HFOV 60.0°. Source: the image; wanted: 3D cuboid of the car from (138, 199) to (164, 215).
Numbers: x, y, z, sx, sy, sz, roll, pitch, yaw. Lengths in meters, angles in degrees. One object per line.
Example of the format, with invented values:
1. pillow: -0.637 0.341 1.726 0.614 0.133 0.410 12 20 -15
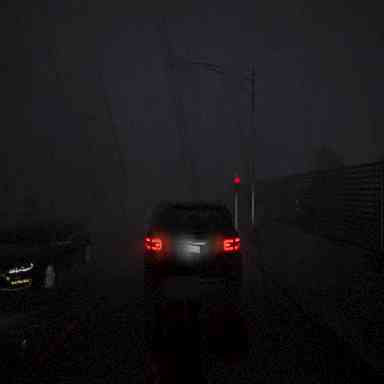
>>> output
1. car: -4.145 1.492 34.642 2.128 1.511 4.902 0 0 0

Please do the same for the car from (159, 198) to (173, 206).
1. car: -4.160 1.601 54.603 1.895 1.301 4.718 0 0 0

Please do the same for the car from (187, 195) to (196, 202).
1. car: -0.107 1.478 77.586 1.882 1.535 5.008 0 0 -4

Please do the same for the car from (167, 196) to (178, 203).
1. car: -4.087 1.547 69.240 2.033 1.411 5.357 0 0 0

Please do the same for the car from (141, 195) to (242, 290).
1. car: 0.032 1.221 9.199 2.150 2.045 5.566 0 0 0

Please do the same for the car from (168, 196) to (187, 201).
1. car: -3.815 1.595 87.275 4.718 1.301 1.895 0 0 40

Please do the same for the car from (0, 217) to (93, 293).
1. car: -4.112 1.505 8.952 1.837 1.490 4.892 0 0 0
